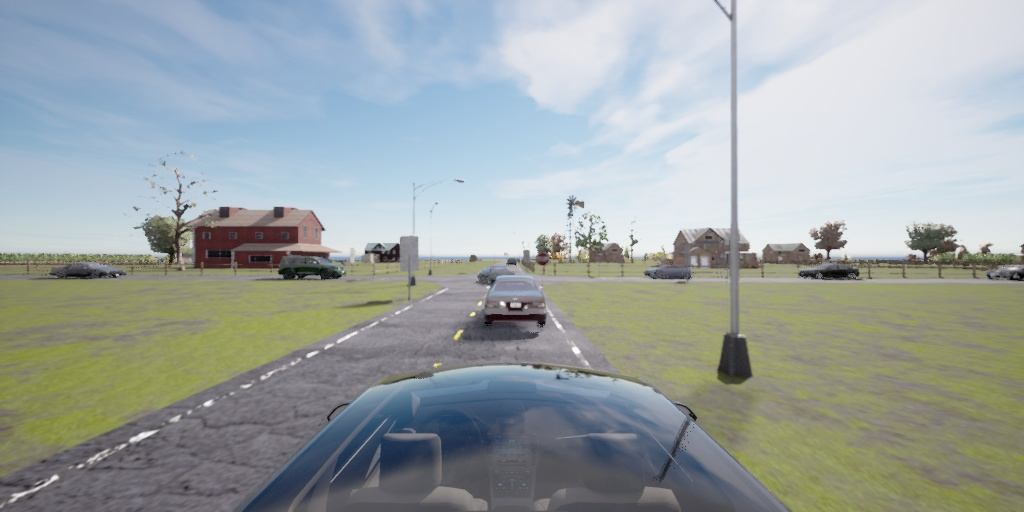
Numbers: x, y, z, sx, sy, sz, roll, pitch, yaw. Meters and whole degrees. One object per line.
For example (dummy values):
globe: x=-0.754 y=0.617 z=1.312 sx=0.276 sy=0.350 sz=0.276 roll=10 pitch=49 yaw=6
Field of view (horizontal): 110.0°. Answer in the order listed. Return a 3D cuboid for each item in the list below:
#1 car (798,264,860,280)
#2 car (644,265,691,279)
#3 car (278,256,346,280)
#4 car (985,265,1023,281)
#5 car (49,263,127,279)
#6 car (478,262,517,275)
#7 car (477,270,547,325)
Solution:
car: x=30.867 y=1.500 z=35.015 sx=5.008 sy=1.535 sz=1.882 roll=0 pitch=0 yaw=0
car: x=15.234 y=1.523 z=35.138 sx=4.181 sy=1.385 sz=1.994 roll=0 pitch=0 yaw=0
car: x=-18.048 y=1.062 z=32.437 sx=5.566 sy=2.045 sz=2.150 roll=0 pitch=0 yaw=0
car: x=49.159 y=1.639 z=34.783 sx=4.902 sy=1.511 sz=2.128 roll=0 pitch=0 yaw=0
car: x=-38.491 y=1.337 z=32.598 sx=5.357 sy=1.411 sz=2.033 roll=0 pitch=0 yaw=1
car: x=-1.341 y=1.440 z=28.573 sx=1.994 sy=1.385 sz=4.181 roll=0 pitch=0 yaw=-21
car: x=0.092 y=1.347 z=11.925 sx=2.033 sy=1.411 sz=5.357 roll=0 pitch=0 yaw=0
